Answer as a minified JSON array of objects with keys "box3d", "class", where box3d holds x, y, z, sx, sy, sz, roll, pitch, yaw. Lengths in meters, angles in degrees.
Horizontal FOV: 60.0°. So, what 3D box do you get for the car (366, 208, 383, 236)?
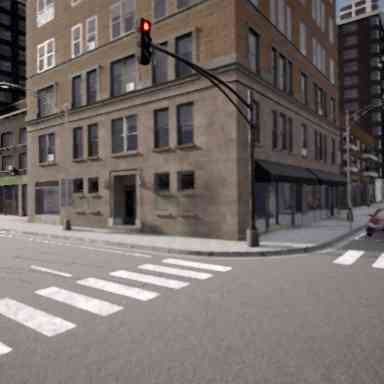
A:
[{"box3d":[9.789,1.427,16.395,1.802,1.307,4.206,0,0,37],"class":"car"}]
